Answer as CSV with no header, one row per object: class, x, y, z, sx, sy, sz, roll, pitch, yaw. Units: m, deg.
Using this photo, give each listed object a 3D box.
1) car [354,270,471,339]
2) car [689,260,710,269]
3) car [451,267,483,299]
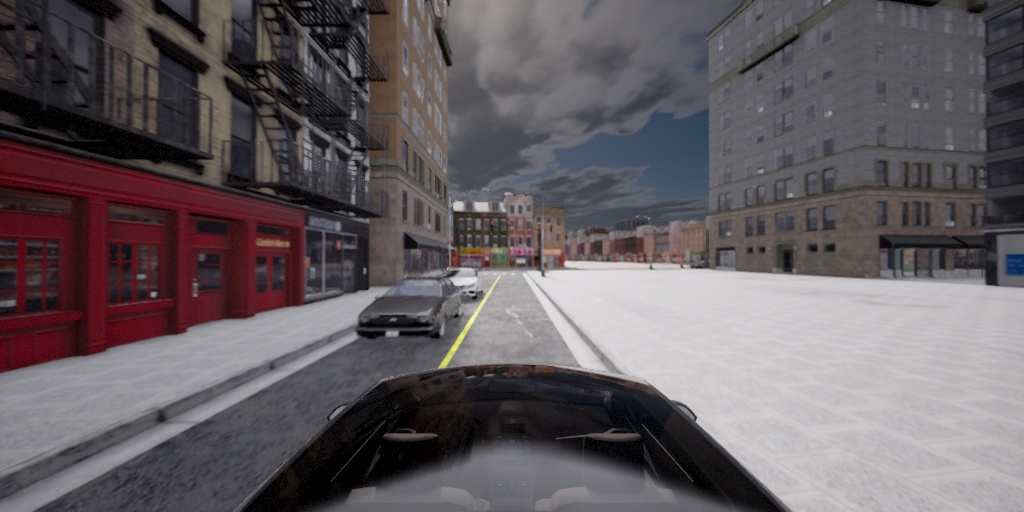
car,-2.597,1.313,10.448,2.033,1.411,5.357,0,0,0
car,29.036,1.330,53.006,5.357,1.411,2.033,0,0,-9
car,-2.509,1.322,18.339,1.812,1.442,4.674,0,0,0
